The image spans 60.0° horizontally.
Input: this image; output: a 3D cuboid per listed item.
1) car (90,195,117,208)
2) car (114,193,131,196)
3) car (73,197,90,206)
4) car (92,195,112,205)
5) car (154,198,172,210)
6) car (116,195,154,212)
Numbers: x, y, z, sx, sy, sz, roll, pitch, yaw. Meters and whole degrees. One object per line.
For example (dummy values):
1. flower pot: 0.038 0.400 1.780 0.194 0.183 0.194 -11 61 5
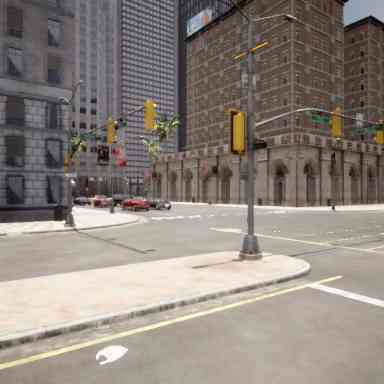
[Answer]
1. car: -12.638 1.564 47.748 1.994 1.385 4.181 0 0 -35
2. car: -10.166 1.221 50.319 2.150 2.045 5.566 0 0 -35
3. car: -18.682 1.547 56.367 2.033 1.411 5.357 0 0 -35
4. car: -15.848 1.352 58.452 2.097 1.767 4.553 0 0 -35
5. car: -4.431 1.491 42.287 2.128 1.511 4.902 0 0 -36
6. car: -6.829 1.478 39.627 1.882 1.535 5.008 0 0 -36
